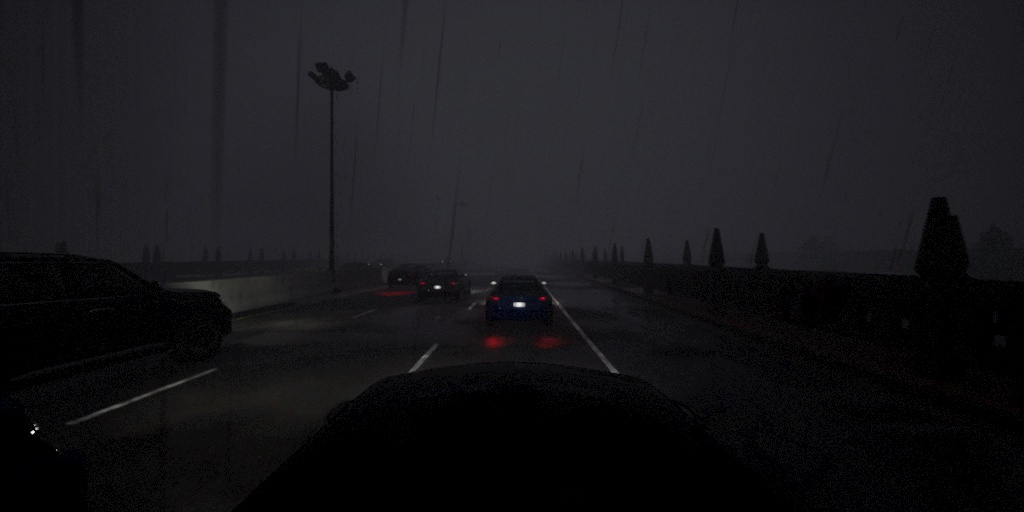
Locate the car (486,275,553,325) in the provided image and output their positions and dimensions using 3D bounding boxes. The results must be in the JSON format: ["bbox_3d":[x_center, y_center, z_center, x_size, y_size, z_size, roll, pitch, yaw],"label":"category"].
[{"bbox_3d":[0.235,1.314,11.892,1.994,1.385,4.181,0,0,1],"label":"car"}]

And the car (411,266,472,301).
[{"bbox_3d":[-3.156,1.312,17.403,1.994,1.385,4.181,0,0,1],"label":"car"}]

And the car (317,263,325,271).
[{"bbox_3d":[-20.325,1.303,40.812,1.994,1.385,4.181,0,0,1],"label":"car"}]

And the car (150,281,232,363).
[{"bbox_3d":[-6.869,0.968,5.001,2.150,2.045,5.566,0,0,0],"label":"car"}]

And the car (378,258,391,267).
[{"bbox_3d":[-16.704,1.092,45.718,2.097,1.767,4.553,0,0,2],"label":"car"}]

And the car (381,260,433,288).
[{"bbox_3d":[-6.526,1.224,23.526,1.882,1.535,5.008,0,0,1],"label":"car"}]

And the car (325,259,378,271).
[{"bbox_3d":[-13.564,1.247,30.613,1.837,1.490,4.892,0,0,1],"label":"car"}]
